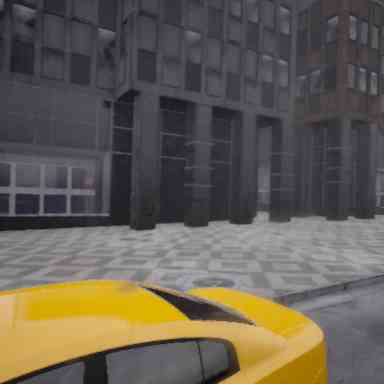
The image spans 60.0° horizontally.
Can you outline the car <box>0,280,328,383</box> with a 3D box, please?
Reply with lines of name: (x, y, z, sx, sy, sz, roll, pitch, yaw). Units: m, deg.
car: (-1.147, 1.447, 2.011, 5.008, 1.535, 1.882, 0, 0, -38)
